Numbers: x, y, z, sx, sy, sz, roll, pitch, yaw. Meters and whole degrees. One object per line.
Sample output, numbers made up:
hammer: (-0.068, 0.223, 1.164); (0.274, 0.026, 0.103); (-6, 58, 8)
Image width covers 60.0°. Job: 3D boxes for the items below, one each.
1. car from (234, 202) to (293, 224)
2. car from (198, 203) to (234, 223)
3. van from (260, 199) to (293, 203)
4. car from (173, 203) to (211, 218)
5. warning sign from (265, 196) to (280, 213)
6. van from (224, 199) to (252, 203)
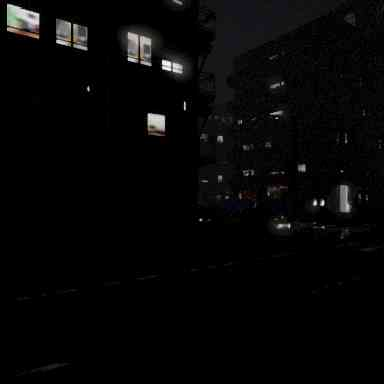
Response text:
car: (5.844, 1.802, 27.391); (1.994, 1.385, 4.181); (0, -1, -36)
car: (1.744, 1.874, 28.641); (1.802, 1.307, 4.206); (-1, 0, -36)
van: (8.479, 1.603, 33.564); (1.690, 1.788, 3.998); (-1, 0, -36)
car: (-0.052, 1.933, 35.413); (1.994, 1.385, 4.181); (0, -1, -37)
warning sign: (8.967, 1.400, 36.953); (1.300, 1.860, 1.060); (1, 0, -36)
van: (5.160, 1.676, 38.077); (1.690, 1.788, 3.998); (-1, 0, -36)
